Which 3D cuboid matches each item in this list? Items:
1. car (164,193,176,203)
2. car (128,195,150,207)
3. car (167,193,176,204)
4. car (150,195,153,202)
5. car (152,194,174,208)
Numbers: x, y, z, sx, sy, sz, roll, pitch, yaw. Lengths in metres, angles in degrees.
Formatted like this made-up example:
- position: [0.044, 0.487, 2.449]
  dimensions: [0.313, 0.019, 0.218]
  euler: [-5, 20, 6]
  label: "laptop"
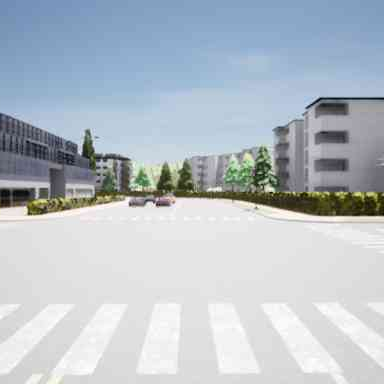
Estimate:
- position: [-4.103, 1.022, 62.221]
  dimensions: [2.097, 1.767, 4.553]
  euler: [0, 0, -2]
  label: "car"
- position: [-7.335, 1.323, 44.853]
  dimensions: [1.994, 1.385, 4.181]
  euler: [0, 0, 0]
  label: "car"
- position: [-3.874, 1.047, 56.548]
  dimensions: [2.097, 1.767, 4.553]
  euler: [0, 0, -1]
  label: "car"
- position: [-7.435, 1.225, 60.017]
  dimensions: [2.033, 1.411, 5.357]
  euler: [0, 0, 0]
  label: "car"
- position: [-3.833, 1.362, 44.487]
  dimensions: [1.895, 1.301, 4.718]
  euler: [0, 0, 0]
  label: "car"
